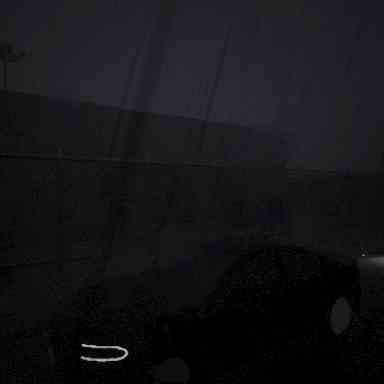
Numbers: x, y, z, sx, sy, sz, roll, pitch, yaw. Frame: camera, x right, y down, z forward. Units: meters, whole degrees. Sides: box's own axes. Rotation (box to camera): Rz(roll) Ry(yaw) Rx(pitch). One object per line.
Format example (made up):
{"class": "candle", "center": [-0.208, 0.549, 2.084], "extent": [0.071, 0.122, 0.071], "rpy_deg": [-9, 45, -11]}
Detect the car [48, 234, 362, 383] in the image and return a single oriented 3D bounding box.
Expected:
{"class": "car", "center": [0.544, 1.457, 4.985], "extent": [5.008, 1.535, 1.882], "rpy_deg": [0, 0, -35]}
